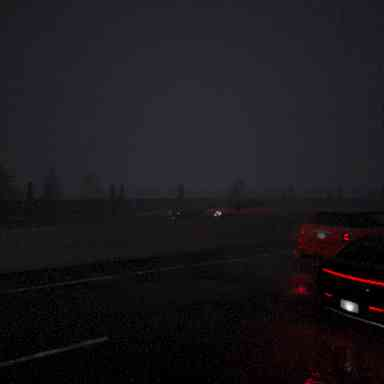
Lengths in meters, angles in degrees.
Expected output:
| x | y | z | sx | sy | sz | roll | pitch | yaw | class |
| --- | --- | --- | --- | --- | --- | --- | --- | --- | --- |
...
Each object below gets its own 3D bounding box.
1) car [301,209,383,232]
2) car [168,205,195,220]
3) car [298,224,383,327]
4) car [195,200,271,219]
| x | y | z | sx | sy | sz | roll | pitch | yaw | class |
| --- | --- | --- | --- | --- | --- | --- | --- | --- | --- |
| 5.753 | 1.336 | 11.019 | 4.553 | 1.767 | 2.097 | 0 | 0 | -29 | car |
| 0.663 | 1.541 | 24.389 | 4.718 | 1.301 | 1.895 | 0 | 0 | -27 | car |
| 4.480 | 1.498 | 6.340 | 4.892 | 1.490 | 1.837 | 0 | 0 | -31 | car |
| 2.872 | 1.304 | 21.547 | 4.553 | 1.767 | 2.097 | 0 | 0 | -26 | car |
